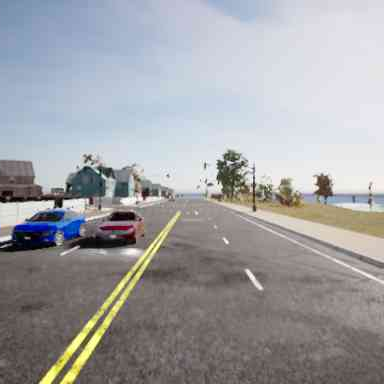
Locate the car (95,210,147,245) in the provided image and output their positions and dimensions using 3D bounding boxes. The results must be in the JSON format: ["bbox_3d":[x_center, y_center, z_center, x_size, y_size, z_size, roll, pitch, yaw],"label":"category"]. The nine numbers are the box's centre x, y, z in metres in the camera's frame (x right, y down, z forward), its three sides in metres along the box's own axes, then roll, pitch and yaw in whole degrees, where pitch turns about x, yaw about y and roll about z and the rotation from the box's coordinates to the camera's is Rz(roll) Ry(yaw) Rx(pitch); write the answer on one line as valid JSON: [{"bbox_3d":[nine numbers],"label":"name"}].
[{"bbox_3d":[-3.340,1.642,16.413,1.812,1.442,4.674,0,0,0],"label":"car"}]

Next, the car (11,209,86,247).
[{"bbox_3d":[-6.589,1.590,15.833,1.882,1.535,5.008,0,0,0],"label":"car"}]
